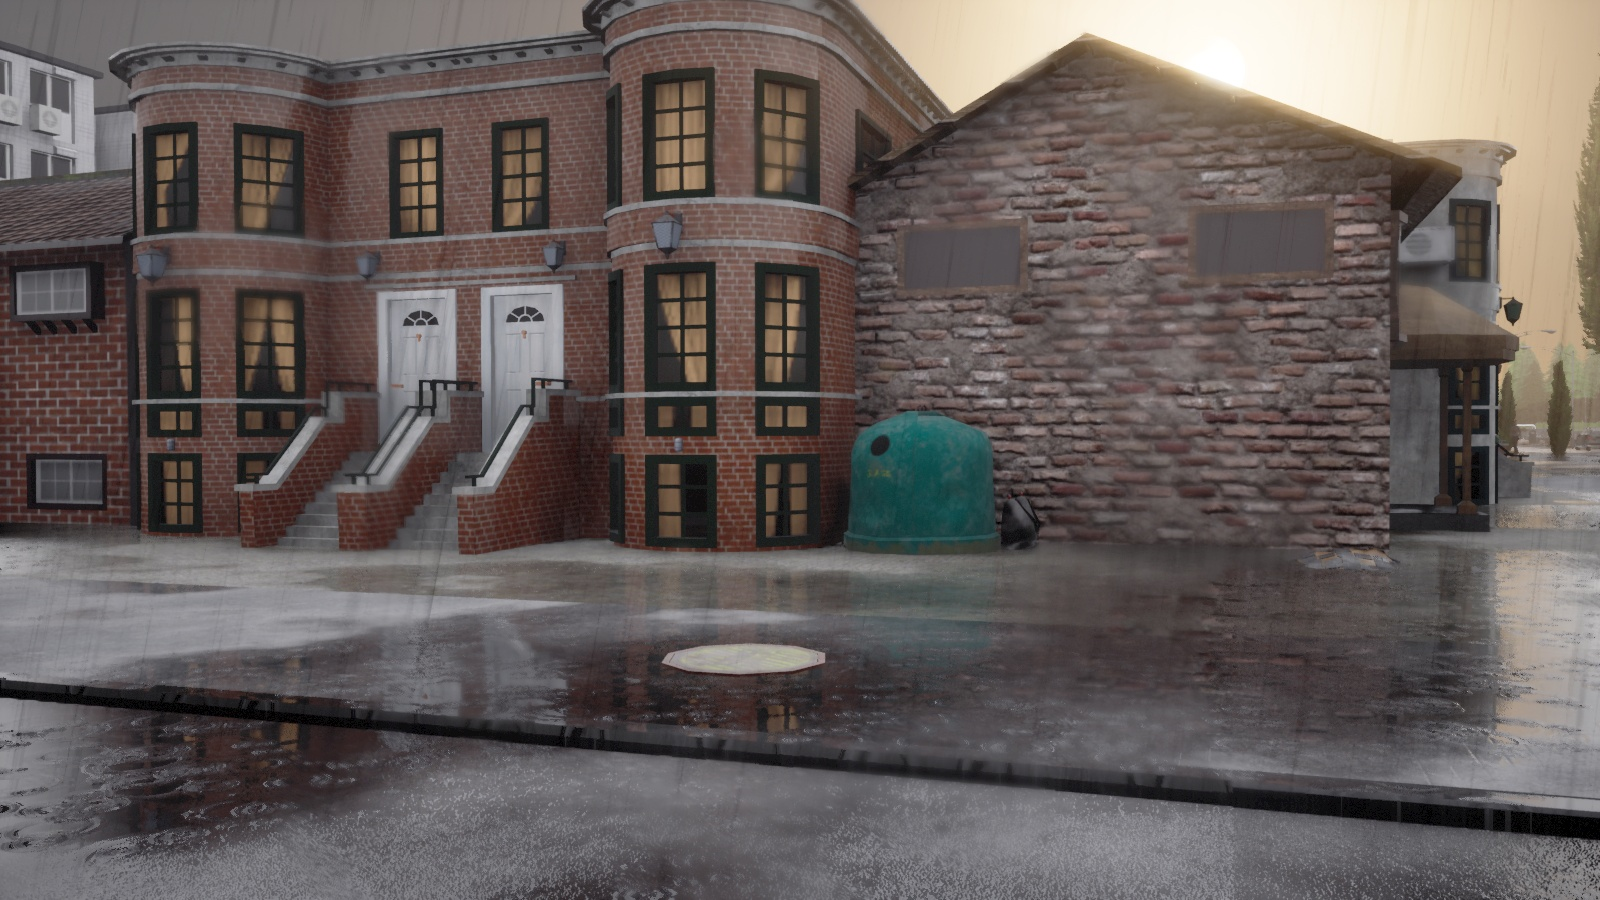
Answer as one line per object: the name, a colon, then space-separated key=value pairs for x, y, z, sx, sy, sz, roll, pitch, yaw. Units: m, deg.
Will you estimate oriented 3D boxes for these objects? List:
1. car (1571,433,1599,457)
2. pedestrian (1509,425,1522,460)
car: x=52.246 y=-0.321 z=82.590 sx=1.789 sy=1.549 sz=3.705 roll=1 pitch=1 yaw=19
pedestrian: x=38.065 y=-0.391 z=66.846 sx=0.634 sy=1.846 sz=0.331 roll=0 pitch=1 yaw=-33
